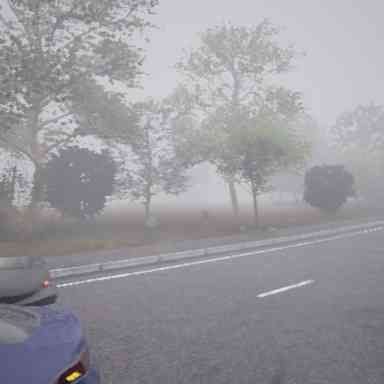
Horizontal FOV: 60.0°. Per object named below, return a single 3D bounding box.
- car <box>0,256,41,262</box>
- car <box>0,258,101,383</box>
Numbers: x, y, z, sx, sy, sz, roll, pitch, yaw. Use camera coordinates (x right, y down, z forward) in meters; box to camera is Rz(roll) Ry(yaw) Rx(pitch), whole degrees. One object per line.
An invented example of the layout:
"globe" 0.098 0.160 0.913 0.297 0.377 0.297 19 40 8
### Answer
"car" -4.878 1.567 4.873 5.357 1.411 2.033 0 0 -35
"car" -2.936 1.536 2.006 4.674 1.442 1.812 0 0 -36
